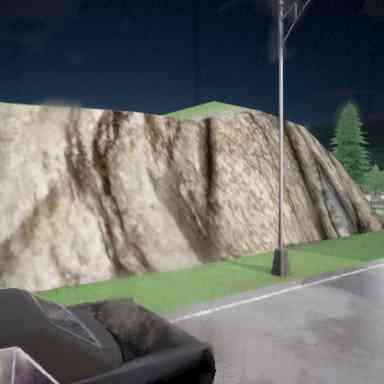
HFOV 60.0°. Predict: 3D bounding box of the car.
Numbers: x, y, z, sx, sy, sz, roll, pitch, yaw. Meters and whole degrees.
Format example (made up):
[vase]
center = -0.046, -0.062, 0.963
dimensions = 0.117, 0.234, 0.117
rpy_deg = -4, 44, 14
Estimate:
[car]
center = -2.182, 1.601, 2.425
dimensions = 4.718, 1.301, 1.895
rpy_deg = 0, 0, -36
